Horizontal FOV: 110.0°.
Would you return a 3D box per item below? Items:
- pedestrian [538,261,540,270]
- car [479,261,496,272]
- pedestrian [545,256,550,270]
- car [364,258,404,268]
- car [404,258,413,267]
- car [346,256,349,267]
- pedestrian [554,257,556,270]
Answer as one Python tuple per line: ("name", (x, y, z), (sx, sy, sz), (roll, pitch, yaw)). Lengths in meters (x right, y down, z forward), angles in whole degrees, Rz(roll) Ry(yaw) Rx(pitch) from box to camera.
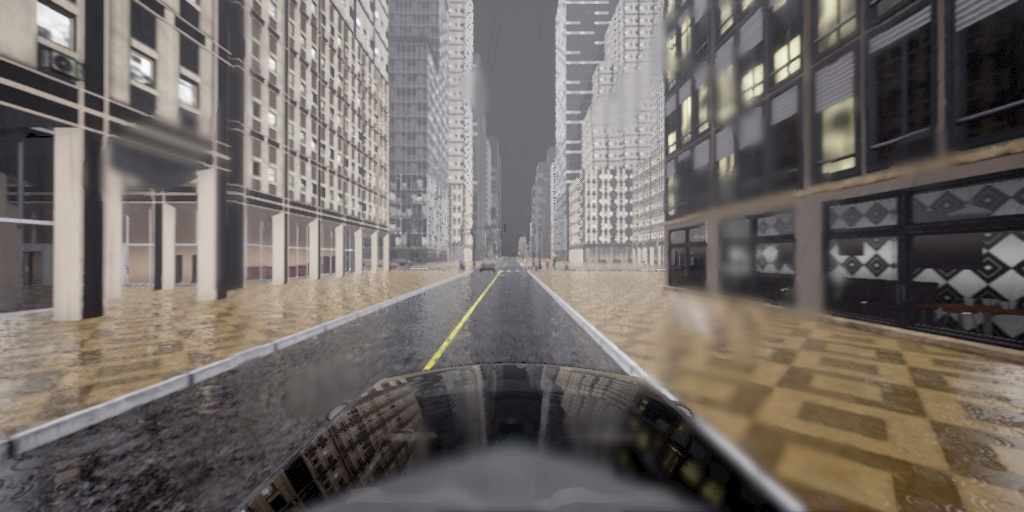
("pedestrian", (3.635, 0.892, 48.214), (0.375, 1.860, 0.375), (0, 0, 0))
("car", (-3.011, 1.301, 45.370), (2.033, 1.411, 5.357), (0, 0, 0))
("pedestrian", (4.634, 0.924, 47.014), (0.375, 1.860, 0.375), (0, 0, 0))
("car", (-18.899, 1.168, 52.645), (4.829, 1.417, 1.751), (0, 0, -1))
("car", (-19.210, 1.114, 61.280), (4.097, 1.591, 1.967), (0, 0, -1))
("car", (-24.748, 0.923, 52.579), (5.009, 1.841, 2.192), (0, 0, -1))
("pedestrian", (5.635, 0.981, 47.614), (0.375, 1.860, 0.375), (0, 0, 0))
